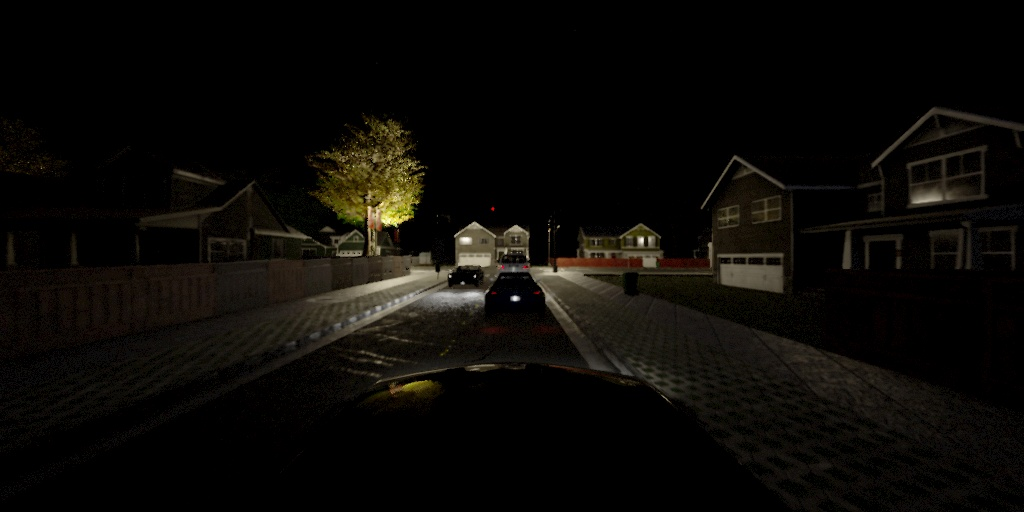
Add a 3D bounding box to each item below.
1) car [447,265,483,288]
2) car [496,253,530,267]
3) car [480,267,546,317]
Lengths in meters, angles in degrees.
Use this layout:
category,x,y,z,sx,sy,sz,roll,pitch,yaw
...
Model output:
category,x,y,z,sx,sy,sz,roll,pitch,yaw
car,-2.804,1.228,22.648,1.895,1.301,4.718,0,0,0
car,0.103,0.836,24.950,2.150,2.045,5.566,0,0,0
car,0.101,1.249,12.851,1.994,1.385,4.181,0,0,0
